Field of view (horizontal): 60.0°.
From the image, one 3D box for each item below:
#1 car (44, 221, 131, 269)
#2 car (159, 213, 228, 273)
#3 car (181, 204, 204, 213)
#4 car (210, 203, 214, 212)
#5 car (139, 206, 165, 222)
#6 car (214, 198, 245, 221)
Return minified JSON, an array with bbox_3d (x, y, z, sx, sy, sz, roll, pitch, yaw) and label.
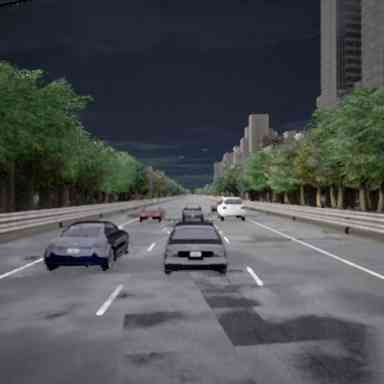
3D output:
[{"bbox_3d":[-3.412,1.682,11.564,1.994,1.385,4.181,0,-1,0],"label":"car"},{"bbox_3d":[0.091,1.661,11.004,2.033,1.411,5.357,0,-1,0],"label":"car"},{"bbox_3d":[0.074,1.800,29.974,2.128,1.511,4.902,0,-1,0],"label":"car"},{"bbox_3d":[3.473,2.065,44.995,1.895,1.301,4.718,0,-1,0],"label":"car"},{"bbox_3d":[-3.425,1.901,29.370,1.895,1.301,4.718,0,-1,0],"label":"car"},{"bbox_3d":[3.561,1.540,30.902,2.150,2.045,5.566,0,-1,0],"label":"car"}]
